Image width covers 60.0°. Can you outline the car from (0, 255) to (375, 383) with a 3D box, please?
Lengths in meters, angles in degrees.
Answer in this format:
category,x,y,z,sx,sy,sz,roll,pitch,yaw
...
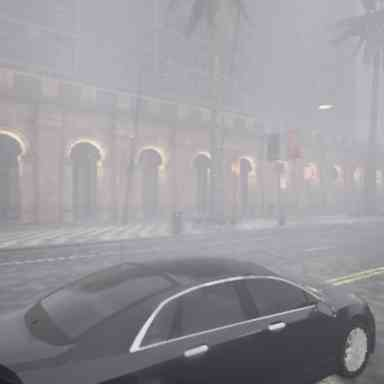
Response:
category,x,y,z,sx,sy,sz,roll,pitch,yaw
car,0.293,1.536,3.957,4.892,1.490,1.837,1,-1,-36
